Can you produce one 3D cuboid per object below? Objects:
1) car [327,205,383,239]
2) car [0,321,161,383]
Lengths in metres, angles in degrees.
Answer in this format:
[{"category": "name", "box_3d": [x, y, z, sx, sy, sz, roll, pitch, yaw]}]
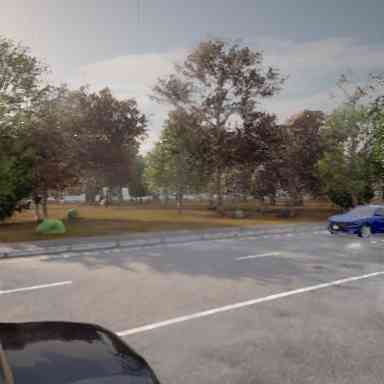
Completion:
[{"category": "car", "box_3d": [9.262, 1.450, 17.318, 5.008, 1.535, 1.882, 0, 0, -27]}, {"category": "car", "box_3d": [-2.178, 1.552, 2.047, 4.181, 1.385, 1.994, 0, 0, -36]}]
